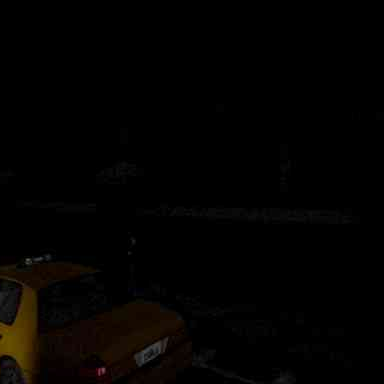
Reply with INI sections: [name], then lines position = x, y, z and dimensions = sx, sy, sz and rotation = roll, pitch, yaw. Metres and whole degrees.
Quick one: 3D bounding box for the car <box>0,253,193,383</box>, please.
[car]
position = -2.271, 1.525, 4.578
dimensions = 4.829, 1.417, 1.752
rotation = 0, 0, 35
